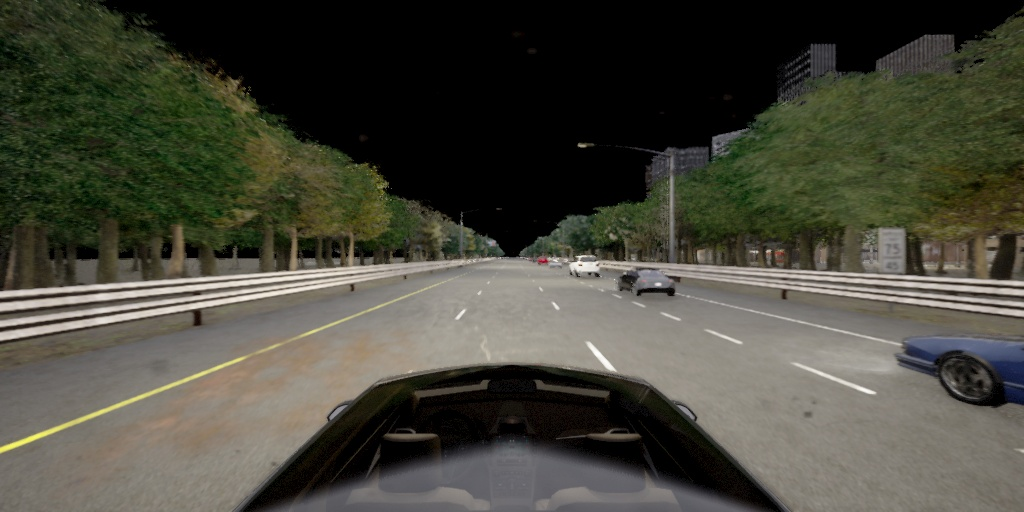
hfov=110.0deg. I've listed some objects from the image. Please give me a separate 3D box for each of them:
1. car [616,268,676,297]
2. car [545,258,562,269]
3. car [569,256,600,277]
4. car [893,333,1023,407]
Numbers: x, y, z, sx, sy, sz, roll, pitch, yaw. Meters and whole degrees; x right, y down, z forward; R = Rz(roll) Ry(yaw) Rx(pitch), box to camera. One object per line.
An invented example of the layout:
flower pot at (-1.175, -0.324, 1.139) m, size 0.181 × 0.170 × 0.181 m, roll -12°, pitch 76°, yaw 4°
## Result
car at (6.997, 1.321, 19.169) m, size 1.994 × 1.385 × 4.181 m, roll 0°, pitch 0°, yaw 0°
car at (7.012, 1.393, 59.075) m, size 1.895 × 1.301 × 4.718 m, roll 0°, pitch 0°, yaw 0°
car at (6.992, 0.988, 35.121) m, size 2.150 × 2.045 × 5.566 m, roll 0°, pitch 0°, yaw 0°
car at (7.000, 1.299, 3.181) m, size 2.033 × 1.411 × 5.357 m, roll 0°, pitch 0°, yaw 0°
